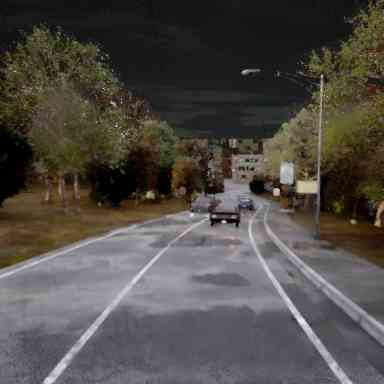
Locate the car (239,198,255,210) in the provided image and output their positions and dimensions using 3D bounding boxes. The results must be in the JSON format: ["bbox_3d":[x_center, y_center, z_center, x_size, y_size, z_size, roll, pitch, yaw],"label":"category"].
[{"bbox_3d":[6.831,1.514,42.281,1.812,1.442,4.674,1,0,14],"label":"car"}]

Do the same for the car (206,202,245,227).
[{"bbox_3d":[2.421,1.581,23.048,1.895,1.301,4.718,1,0,10],"label":"car"}]

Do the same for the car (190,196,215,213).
[{"bbox_3d":[1.264,1.254,34.855,2.097,1.767,4.553,1,0,14],"label":"car"}]
